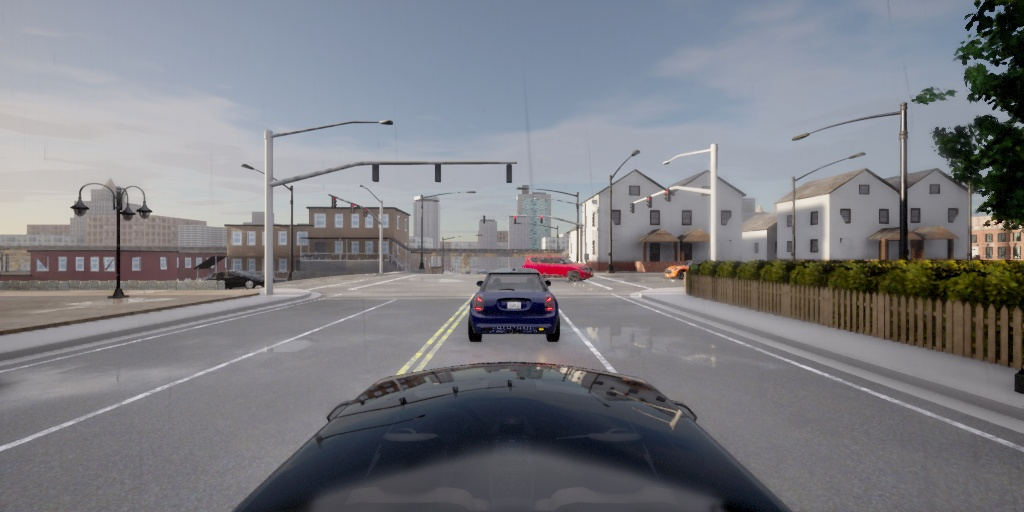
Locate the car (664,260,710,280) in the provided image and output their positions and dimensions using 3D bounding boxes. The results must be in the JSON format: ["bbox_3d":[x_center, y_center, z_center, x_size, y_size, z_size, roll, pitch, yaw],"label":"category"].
[{"bbox_3d":[15.717,1.102,31.105,4.553,1.767,2.097,0,0,-1],"label":"car"}]

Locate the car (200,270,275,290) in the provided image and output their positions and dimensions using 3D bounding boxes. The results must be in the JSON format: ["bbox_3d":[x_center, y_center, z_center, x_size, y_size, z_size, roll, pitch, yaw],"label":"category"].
[{"bbox_3d":[-20.511,1.789,26.815,4.892,1.490,1.837,-5,0,-1],"label":"car"}]

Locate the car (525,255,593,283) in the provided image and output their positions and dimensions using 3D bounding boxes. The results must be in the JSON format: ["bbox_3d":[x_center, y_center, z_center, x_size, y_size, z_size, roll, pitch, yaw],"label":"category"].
[{"bbox_3d":[3.487,0.956,28.221,5.566,2.045,2.150,0,1,26],"label":"car"}]

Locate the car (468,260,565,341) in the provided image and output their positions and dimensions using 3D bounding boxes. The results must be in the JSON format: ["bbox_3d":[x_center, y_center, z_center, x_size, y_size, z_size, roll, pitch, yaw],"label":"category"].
[{"bbox_3d":[0.054,1.102,10.009,2.097,1.767,4.553,0,0,0],"label":"car"}]
